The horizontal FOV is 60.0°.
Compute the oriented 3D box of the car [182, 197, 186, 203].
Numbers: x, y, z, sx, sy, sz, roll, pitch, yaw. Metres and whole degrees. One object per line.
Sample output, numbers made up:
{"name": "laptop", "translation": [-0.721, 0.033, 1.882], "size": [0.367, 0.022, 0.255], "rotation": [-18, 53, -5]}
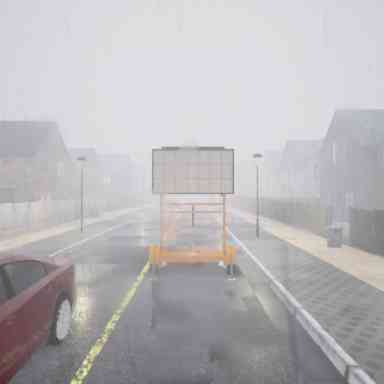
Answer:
{"name": "car", "translation": [-2.549, 1.892, 82.717], "size": [2.128, 1.511, 4.902], "rotation": [0, -1, 0]}

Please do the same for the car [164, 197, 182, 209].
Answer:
{"name": "car", "translation": [-2.737, 1.675, 45.913], "size": [1.994, 1.385, 4.181], "rotation": [0, 0, 0]}

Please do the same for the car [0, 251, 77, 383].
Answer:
{"name": "car", "translation": [-2.845, 1.477, 3.511], "size": [1.882, 1.535, 5.008], "rotation": [0, 0, 0]}

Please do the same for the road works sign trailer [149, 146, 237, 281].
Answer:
{"name": "road works sign trailer", "translation": [0.029, 0.465, 9.852], "size": [2.380, 3.560, 2.880], "rotation": [0, 0, 1]}
